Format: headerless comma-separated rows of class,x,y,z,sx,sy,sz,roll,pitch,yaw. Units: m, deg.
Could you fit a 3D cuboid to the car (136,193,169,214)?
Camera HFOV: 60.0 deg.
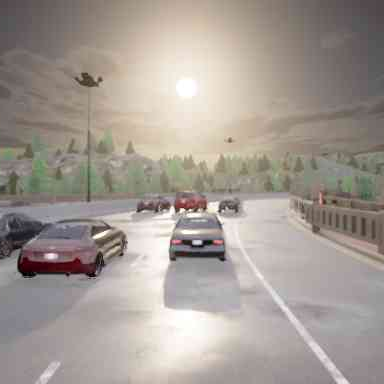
car,-3.534,1.051,31.865,2.097,1.767,4.553,0,1,15

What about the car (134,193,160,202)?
car,-7.874,0.980,58.869,1.882,1.535,5.008,0,1,29

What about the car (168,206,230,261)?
car,0.266,1.436,11.846,2.033,1.411,5.357,0,1,3

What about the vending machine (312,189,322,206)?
vending machine,15.780,0.715,41.887,1.100,2.100,0.880,-1,0,26

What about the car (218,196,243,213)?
car,3.769,1.179,32.102,1.837,1.490,4.892,0,1,16

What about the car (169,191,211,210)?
car,-0.048,0.913,31.609,2.150,2.045,5.566,0,1,15

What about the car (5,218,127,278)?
car,-3.281,1.474,9.903,1.994,1.385,4.181,0,1,2

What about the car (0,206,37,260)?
car,-6.731,1.439,11.893,2.033,1.411,5.357,0,1,3

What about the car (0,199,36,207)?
car,-12.752,1.302,23.069,1.837,1.490,4.892,0,0,9

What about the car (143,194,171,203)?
car,-5.724,1.062,55.571,2.033,1.411,5.357,0,0,28
